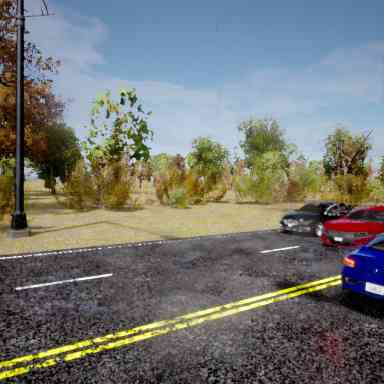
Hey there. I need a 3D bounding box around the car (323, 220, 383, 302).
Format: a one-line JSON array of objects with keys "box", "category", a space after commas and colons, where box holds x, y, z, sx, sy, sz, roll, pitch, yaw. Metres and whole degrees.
[{"box": [4.943, 1.453, 6.894, 4.674, 1.442, 1.812, 0, 2, -35], "category": "car"}]

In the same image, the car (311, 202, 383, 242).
[{"box": [6.914, 1.298, 12.497, 5.008, 1.535, 1.882, 0, 2, -35], "category": "car"}]

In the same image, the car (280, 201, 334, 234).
[{"box": [6.301, 1.226, 16.040, 4.892, 1.490, 1.837, 0, 2, -35], "category": "car"}]
